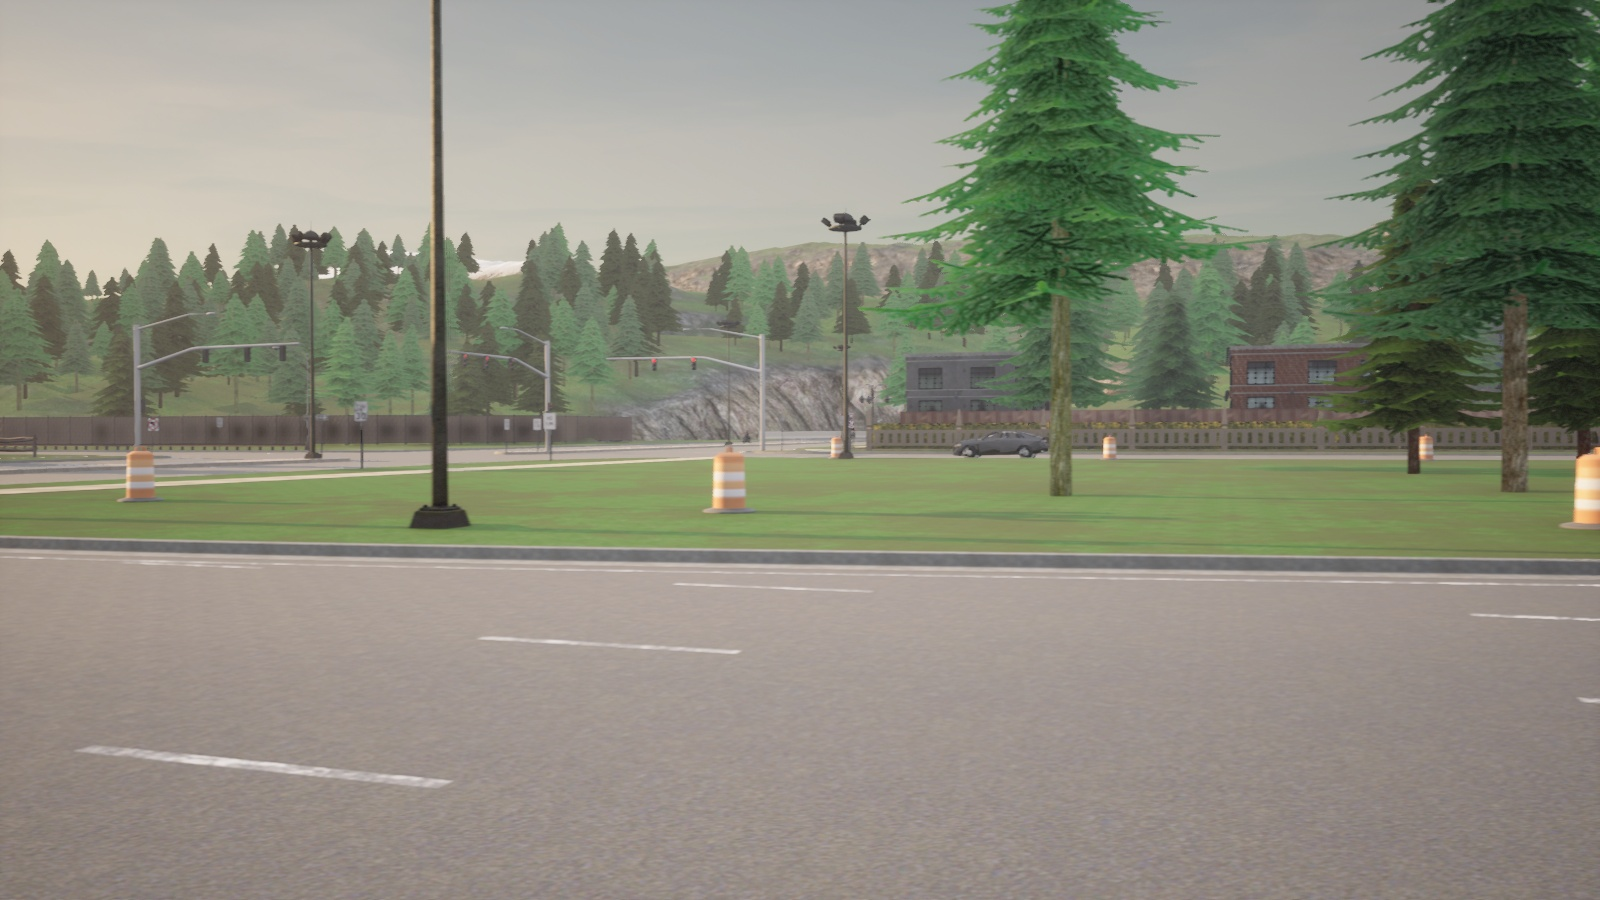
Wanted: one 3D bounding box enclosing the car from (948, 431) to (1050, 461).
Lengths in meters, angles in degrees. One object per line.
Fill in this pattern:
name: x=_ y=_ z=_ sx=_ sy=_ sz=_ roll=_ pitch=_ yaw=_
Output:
car: x=10.242 y=-0.215 z=64.548 sx=4.902 sy=1.511 sz=2.128 roll=0 pitch=1 yaw=18
